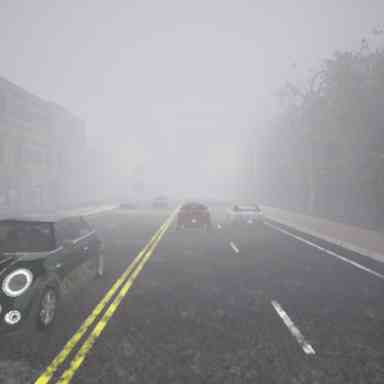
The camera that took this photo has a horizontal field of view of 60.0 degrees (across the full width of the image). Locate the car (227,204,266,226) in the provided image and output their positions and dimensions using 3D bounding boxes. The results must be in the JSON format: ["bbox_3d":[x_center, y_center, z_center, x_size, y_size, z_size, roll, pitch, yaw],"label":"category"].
[{"bbox_3d":[3.353,1.402,21.426,1.895,1.301,4.718,0,1,0],"label":"car"}]

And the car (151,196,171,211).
[{"bbox_3d":[-3.325,1.141,36.158,1.882,1.535,5.008,0,1,0],"label":"car"}]

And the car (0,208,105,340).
[{"bbox_3d":[-3.300,1.289,6.712,2.097,1.767,4.553,0,1,0],"label":"car"}]

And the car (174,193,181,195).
[{"bbox_3d":[-3.240,0.463,77.061,2.033,1.411,5.357,0,1,0],"label":"car"}]

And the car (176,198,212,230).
[{"bbox_3d":[0.104,1.297,19.471,1.882,1.535,5.008,0,1,0],"label":"car"}]

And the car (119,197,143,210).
[{"bbox_3d":[-6.575,1.208,36.470,2.033,1.411,5.357,0,1,0],"label":"car"}]

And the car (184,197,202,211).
[{"bbox_3d":[0.101,1.260,36.579,1.895,1.301,4.718,0,1,0],"label":"car"}]
